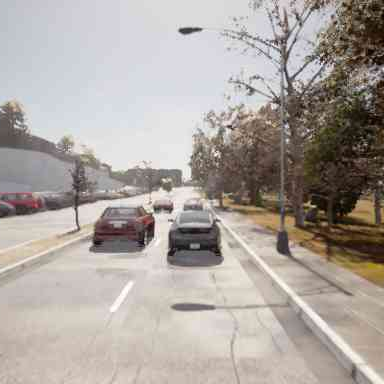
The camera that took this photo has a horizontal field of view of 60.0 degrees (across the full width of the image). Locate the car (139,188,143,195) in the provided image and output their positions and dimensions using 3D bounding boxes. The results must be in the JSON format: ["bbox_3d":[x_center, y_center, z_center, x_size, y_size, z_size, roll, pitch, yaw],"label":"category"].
[{"bbox_3d":[-16.888,0.129,92.820,4.553,1.767,2.185,-1,1,-20],"label":"car"}]

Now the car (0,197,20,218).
[{"bbox_3d":[-16.871,1.394,26.915,4.674,1.452,2.002,-1,1,-20],"label":"car"}]

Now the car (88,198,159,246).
[{"bbox_3d":[-2.906,1.319,15.162,2.097,1.767,4.553,0,0,0],"label":"car"}]

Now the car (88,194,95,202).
[{"bbox_3d":[-16.864,1.107,47.796,4.674,1.452,2.002,-1,1,-20],"label":"car"}]

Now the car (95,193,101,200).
[{"bbox_3d":[-16.842,1.054,50.814,4.792,1.488,2.163,-1,1,-20],"label":"car"}]

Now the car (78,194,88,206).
[{"bbox_3d":[-16.842,0.983,44.822,4.553,1.767,2.185,-1,1,-20],"label":"car"}]

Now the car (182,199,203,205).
[{"bbox_3d":[0.089,1.351,31.262,2.033,1.411,5.357,0,1,0],"label":"car"}]

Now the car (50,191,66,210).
[{"bbox_3d":[-16.851,0.983,35.878,5.566,2.045,2.435,-1,1,-20],"label":"car"}]

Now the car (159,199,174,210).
[{"bbox_3d":[-2.912,1.356,34.755,1.895,1.301,4.718,0,1,0],"label":"car"}]

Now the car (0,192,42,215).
[{"bbox_3d":[-16.903,1.067,29.882,5.566,2.045,2.435,-1,1,-20],"label":"car"}]

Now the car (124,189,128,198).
[{"bbox_3d":[-16.867,0.760,71.815,4.674,1.452,2.002,-1,1,-20],"label":"car"}]

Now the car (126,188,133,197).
[{"bbox_3d":[-16.839,0.420,74.829,5.566,2.045,2.435,-1,1,-20],"label":"car"}]

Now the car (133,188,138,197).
[{"bbox_3d":[-16.688,0.544,80.886,5.366,1.575,1.946,-1,1,-20],"label":"car"}]

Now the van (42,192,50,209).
[{"bbox_3d":[-16.768,1.049,32.925,4.442,1.987,1.878,-1,1,-20],"label":"van"}]

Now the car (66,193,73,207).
[{"bbox_3d":[-16.865,1.194,38.849,4.892,1.521,2.231,-1,1,-20],"label":"car"}]

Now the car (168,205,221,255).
[{"bbox_3d":[0.095,1.482,13.104,1.837,1.490,4.892,0,0,0],"label":"car"}]

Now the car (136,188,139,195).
[{"bbox_3d":[-16.888,0.234,83.807,5.566,2.045,2.435,-1,2,-20],"label":"car"}]

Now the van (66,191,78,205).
[{"bbox_3d":[-16.982,0.927,41.785,4.442,1.987,1.878,-1,1,-20],"label":"van"}]

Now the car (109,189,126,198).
[{"bbox_3d":[-17.035,0.769,68.741,5.366,1.575,1.946,-1,1,-20],"label":"car"}]

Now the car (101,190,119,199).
[{"bbox_3d":[-16.839,0.885,62.819,4.792,1.488,2.163,-1,1,-20],"label":"car"}]
